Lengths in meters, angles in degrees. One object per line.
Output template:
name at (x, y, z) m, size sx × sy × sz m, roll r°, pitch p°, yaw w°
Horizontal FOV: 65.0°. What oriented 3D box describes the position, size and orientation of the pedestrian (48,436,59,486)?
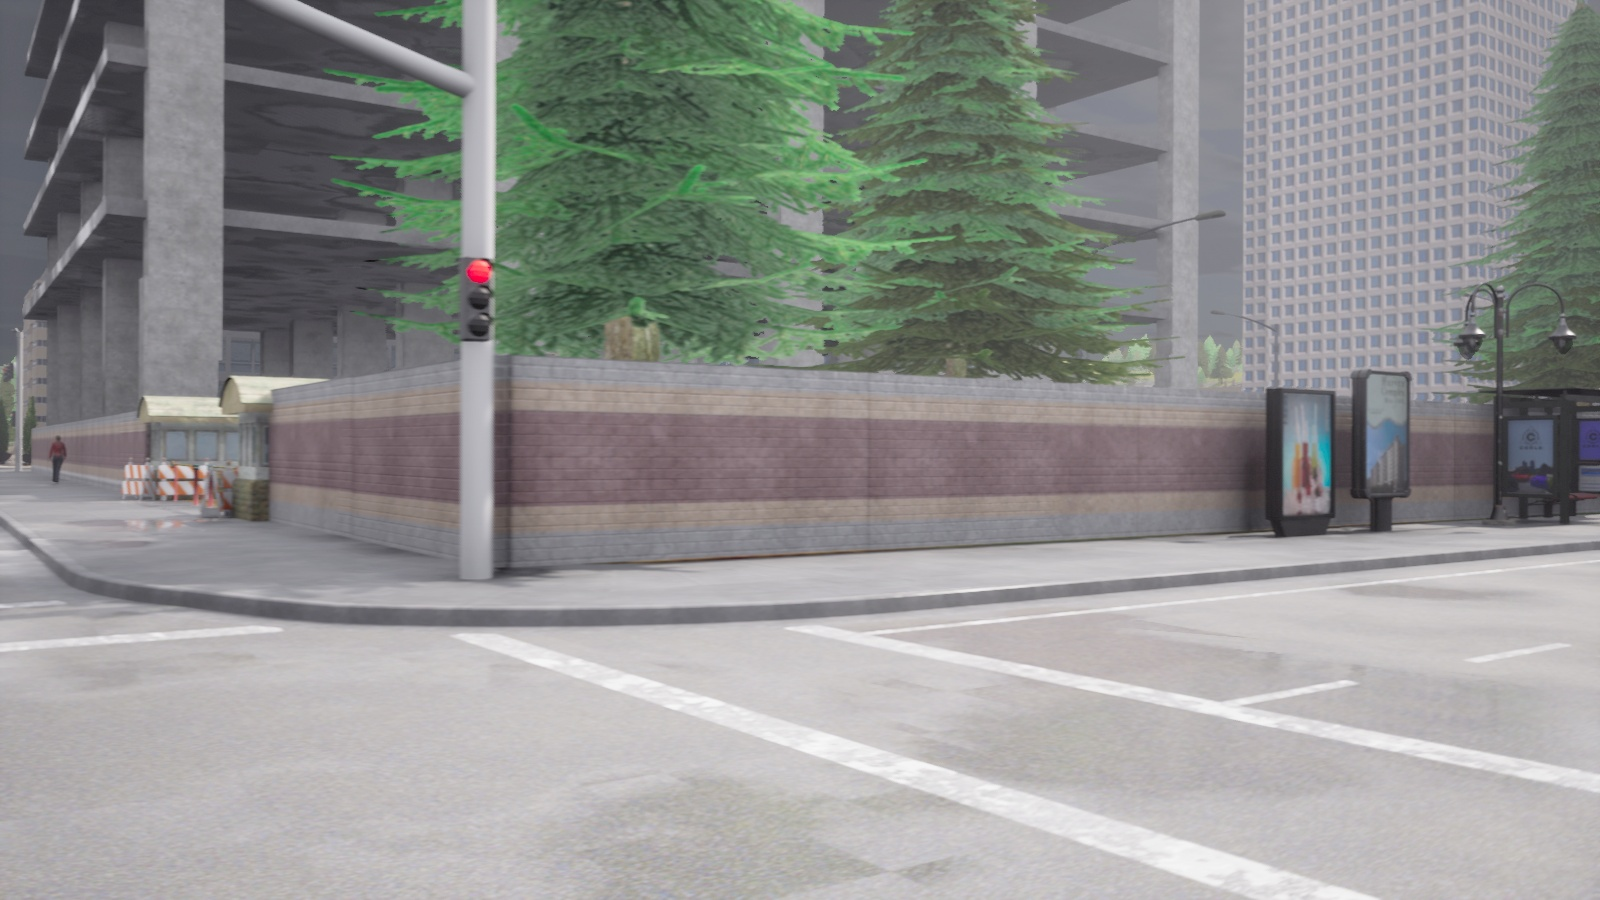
pedestrian at (-27.536, 0.399, 46.328) m, size 0.331 × 1.846 × 0.636 m, roll 0°, pitch 0°, yaw -33°
